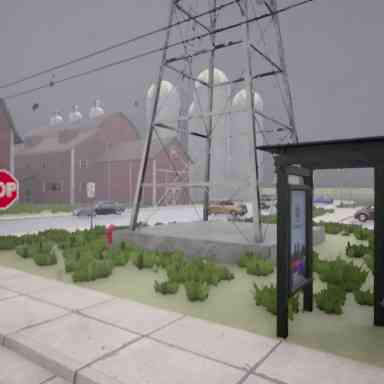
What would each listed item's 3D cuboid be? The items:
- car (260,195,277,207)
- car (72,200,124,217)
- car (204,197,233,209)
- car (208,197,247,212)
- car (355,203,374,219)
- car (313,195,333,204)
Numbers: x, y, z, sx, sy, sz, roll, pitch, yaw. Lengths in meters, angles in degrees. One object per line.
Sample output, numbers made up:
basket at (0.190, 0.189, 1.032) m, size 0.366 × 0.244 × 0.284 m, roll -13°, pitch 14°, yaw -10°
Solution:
car at (10.233, 1.301, 42.496) m, size 3.866 × 1.878 × 1.905 m, roll 0°, pitch 0°, yaw 35°
car at (-8.128, 1.474, 29.242) m, size 2.128 × 1.511 × 4.902 m, roll 0°, pitch 0°, yaw 34°
car at (3.781, 1.460, 46.598) m, size 1.882 × 1.535 × 5.008 m, roll 0°, pitch 0°, yaw 35°
car at (3.027, 1.495, 31.087) m, size 4.193 × 1.474 × 1.816 m, roll 0°, pitch 0°, yaw 35°
car at (14.285, 1.519, 24.746) m, size 3.905 × 1.438 × 1.784 m, roll 0°, pitch 0°, yaw 35°
car at (24.009, 1.468, 62.400) m, size 4.611 × 1.667 × 2.242 m, roll 0°, pitch 0°, yaw 35°
